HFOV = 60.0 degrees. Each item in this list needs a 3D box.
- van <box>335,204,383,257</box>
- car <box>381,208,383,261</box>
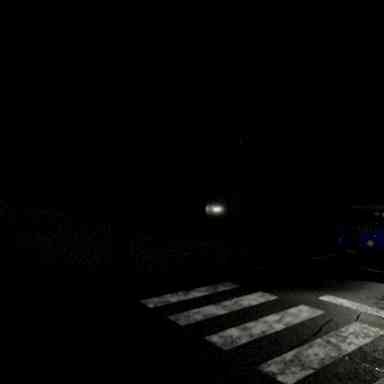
[{"bbox_3d":[6.634,1.314,11.518,3.998,1.788,1.690,0,0,-36],"label":"van"},{"bbox_3d":[7.171,1.327,8.560,4.553,1.767,2.097,0,0,-34],"label":"car"}]
